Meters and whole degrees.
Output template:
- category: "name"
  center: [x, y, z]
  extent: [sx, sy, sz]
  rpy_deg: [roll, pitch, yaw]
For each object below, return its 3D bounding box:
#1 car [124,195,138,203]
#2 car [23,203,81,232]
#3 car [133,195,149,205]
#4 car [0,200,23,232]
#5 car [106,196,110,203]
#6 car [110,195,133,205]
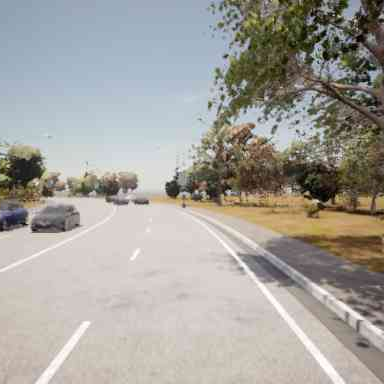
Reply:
- category: "car"
  center: [-12.163, 1.384, 66.147]
  extent: [1.812, 1.442, 4.674]
  rpy_deg: [0, 0, -24]
- category: "car"
  center: [-8.007, 1.476, 19.927]
  extent: [1.837, 1.490, 4.892]
  rpy_deg: [0, 0, -5]
- category: "car"
  center: [-8.626, 1.457, 56.838]
  extent: [1.994, 1.385, 4.181]
  rpy_deg: [0, 0, -20]
- category: "car"
  center: [-11.516, 1.328, 19.849]
  extent: [2.097, 1.767, 4.553]
  rpy_deg: [0, 0, -5]
- category: "car"
  center: [-15.525, 1.424, 65.099]
  extent: [2.033, 1.411, 5.357]
  rpy_deg: [0, 0, -24]
- category: "car"
  center: [-11.747, 1.443, 55.148]
  extent: [2.033, 1.411, 5.357]
  rpy_deg: [0, 0, -20]
